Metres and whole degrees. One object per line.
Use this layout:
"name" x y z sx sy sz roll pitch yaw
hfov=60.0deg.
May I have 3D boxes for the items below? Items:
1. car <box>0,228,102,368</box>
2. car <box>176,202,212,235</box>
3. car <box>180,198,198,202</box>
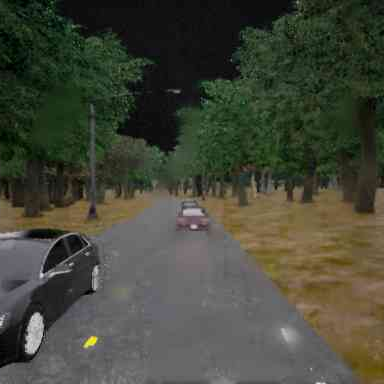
"car" -3.009 1.496 5.921 1.837 1.490 4.892 0 0 0
"car" 0.081 1.493 18.370 1.812 1.442 4.674 0 0 0
"car" -0.332 1.410 37.566 2.128 1.511 4.902 0 0 -2
